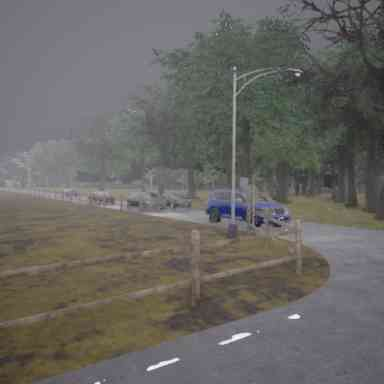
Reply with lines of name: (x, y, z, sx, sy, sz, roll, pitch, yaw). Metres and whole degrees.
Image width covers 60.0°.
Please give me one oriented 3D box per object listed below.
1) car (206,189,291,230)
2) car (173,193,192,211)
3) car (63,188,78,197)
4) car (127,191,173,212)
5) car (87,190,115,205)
car: (3.026, 0.901, 19.173, 2.150, 2.045, 5.566, 0, 2, -33)
car: (-1.897, 0.875, 31.285, 2.128, 1.511, 4.902, 0, 1, -35)
car: (-21.785, 0.071, 59.227, 1.837, 1.490, 4.892, 0, 1, -35)
car: (-3.933, 0.747, 29.061, 2.097, 1.767, 4.553, 0, 1, -35)
car: (-10.476, 0.606, 38.273, 1.882, 1.535, 5.008, 0, 1, -36)
